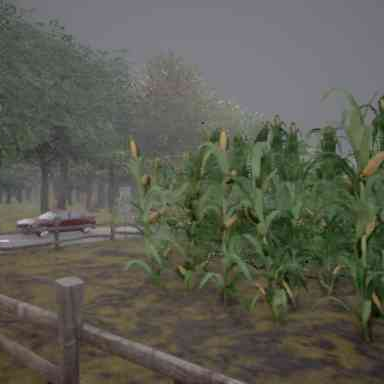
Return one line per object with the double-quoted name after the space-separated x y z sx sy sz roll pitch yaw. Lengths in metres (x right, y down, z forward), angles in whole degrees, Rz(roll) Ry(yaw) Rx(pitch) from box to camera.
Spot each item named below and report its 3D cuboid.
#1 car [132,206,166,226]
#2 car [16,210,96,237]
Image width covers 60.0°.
-3.048 2.005 28.831 2.097 1.767 4.553 0 -2 36 "car"
-8.498 1.907 21.150 1.882 1.535 5.008 0 -2 34 "car"
